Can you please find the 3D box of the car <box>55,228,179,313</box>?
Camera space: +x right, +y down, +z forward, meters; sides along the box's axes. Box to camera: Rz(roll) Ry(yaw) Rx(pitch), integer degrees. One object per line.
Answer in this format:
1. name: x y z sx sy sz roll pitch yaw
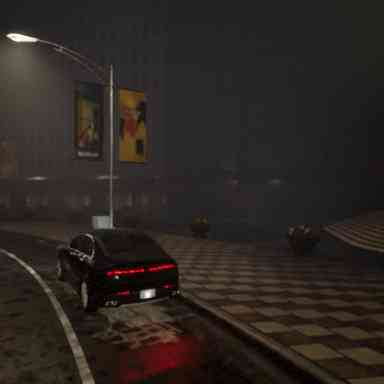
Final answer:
1. car: -2.063 1.655 8.174 1.837 1.490 4.892 1 -1 -31
